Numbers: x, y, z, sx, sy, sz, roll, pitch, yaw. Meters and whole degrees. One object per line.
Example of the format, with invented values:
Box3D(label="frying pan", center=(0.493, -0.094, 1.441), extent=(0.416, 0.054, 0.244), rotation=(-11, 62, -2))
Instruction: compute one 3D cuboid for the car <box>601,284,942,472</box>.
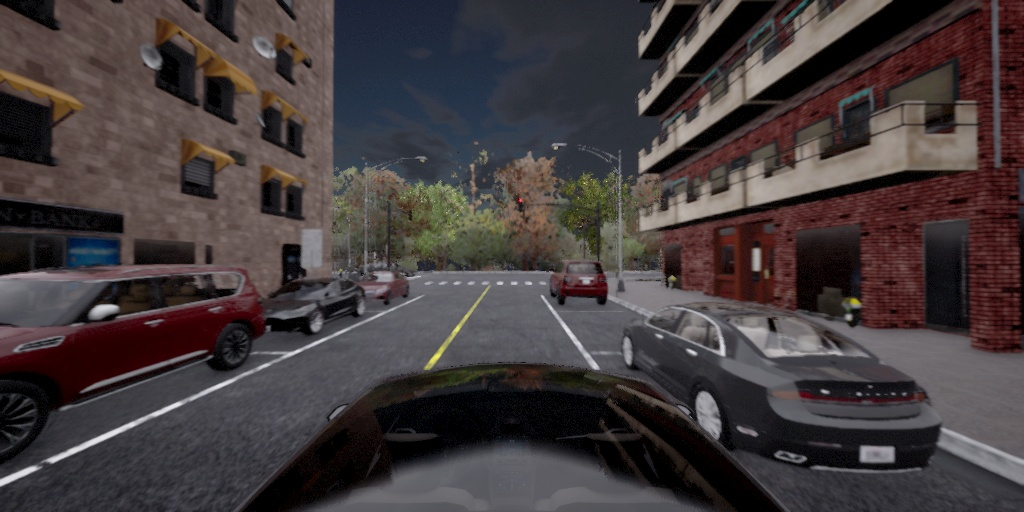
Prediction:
Box3D(label="car", center=(2.828, 1.303, 4.964), extent=(2.007, 1.370, 4.403), rotation=(0, 0, 0))

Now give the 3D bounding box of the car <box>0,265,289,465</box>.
Box3D(label="car", center=(-5.820, 1.068, 4.999), extent=(2.192, 1.841, 5.009), rotation=(0, 0, 0))

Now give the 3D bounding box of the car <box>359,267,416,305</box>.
Box3D(label="car", center=(-5.817, 1.346, 16.135), extent=(1.802, 1.307, 4.207), rotation=(0, 0, 0))

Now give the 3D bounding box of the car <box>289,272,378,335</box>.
Box3D(label="car", center=(-5.819, 1.325, 10.567), extent=(1.948, 1.339, 4.313), rotation=(0, 0, 0))

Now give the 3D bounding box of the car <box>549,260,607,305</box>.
Box3D(label="car", center=(2.830, 1.078, 16.100), extent=(2.192, 1.841, 5.009), rotation=(0, 0, 0))

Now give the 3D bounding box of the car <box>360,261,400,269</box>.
Box3D(label="car", center=(-11.265, 1.265, 32.533), extent=(5.008, 1.535, 1.882), rotation=(1, -1, 1))
